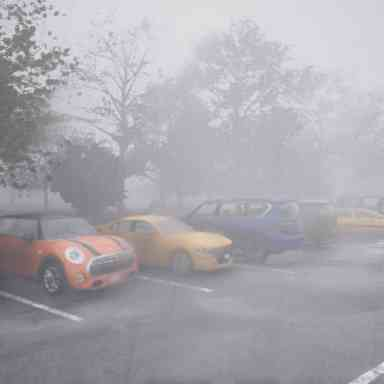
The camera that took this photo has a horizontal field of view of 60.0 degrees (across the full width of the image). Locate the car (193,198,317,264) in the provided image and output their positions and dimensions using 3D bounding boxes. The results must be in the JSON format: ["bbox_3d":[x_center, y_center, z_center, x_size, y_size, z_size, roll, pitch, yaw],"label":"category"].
[{"bbox_3d":[1.275,1.242,12.122,5.566,2.045,2.435,-1,-1,34],"label":"car"}]

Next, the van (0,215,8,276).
[{"bbox_3d":[-6.030,1.261,7.008,4.442,1.987,1.878,-1,-1,35],"label":"van"}]

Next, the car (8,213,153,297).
[{"bbox_3d":[-3.544,1.364,8.685,4.553,1.767,2.185,-1,-1,35],"label":"car"}]

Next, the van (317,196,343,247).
[{"bbox_3d":[3.613,1.268,13.884,4.442,1.987,1.878,-1,0,35],"label":"van"}]

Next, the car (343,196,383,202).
[{"bbox_3d":[10.968,1.231,18.967,5.566,2.045,2.435,-1,-1,35],"label":"car"}]

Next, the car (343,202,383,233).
[{"bbox_3d":[8.692,1.481,17.170,5.366,1.575,1.946,-1,-1,34],"label":"car"}]

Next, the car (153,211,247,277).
[{"bbox_3d":[-1.109,1.492,10.394,5.008,1.535,2.097,-1,-1,34],"label":"car"}]
